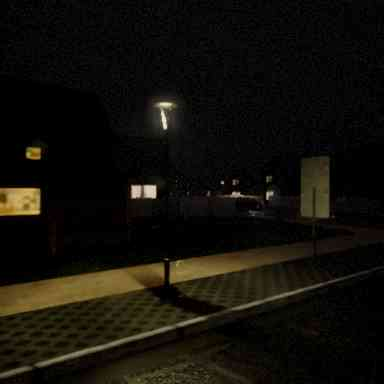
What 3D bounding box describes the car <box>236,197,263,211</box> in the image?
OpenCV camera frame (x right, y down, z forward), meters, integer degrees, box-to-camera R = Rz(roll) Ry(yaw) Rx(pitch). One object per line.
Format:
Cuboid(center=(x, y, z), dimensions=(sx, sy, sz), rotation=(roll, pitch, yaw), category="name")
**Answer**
Cuboid(center=(6.263, 1.322, 38.297), dimensions=(2.128, 1.511, 4.902), rotation=(0, 0, -21), category="car")
